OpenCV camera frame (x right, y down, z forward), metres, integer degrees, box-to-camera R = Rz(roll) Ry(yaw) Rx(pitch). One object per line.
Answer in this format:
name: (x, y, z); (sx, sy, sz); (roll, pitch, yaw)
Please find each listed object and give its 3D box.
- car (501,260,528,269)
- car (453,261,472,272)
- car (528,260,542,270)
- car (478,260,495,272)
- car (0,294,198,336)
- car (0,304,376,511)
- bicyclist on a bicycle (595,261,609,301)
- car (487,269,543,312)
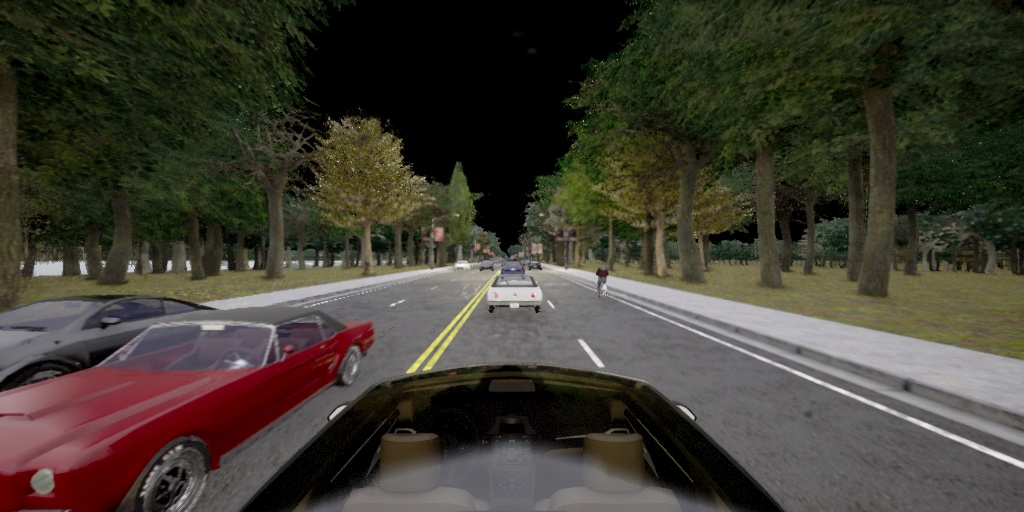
car: (0.083, 1.135, 32.411); (2.097, 1.767, 4.553); (0, 0, 0)
car: (-6.599, 1.350, 48.112); (1.812, 1.442, 4.674); (0, 0, 0)
car: (3.323, 1.368, 53.133); (1.812, 1.442, 4.674); (0, 0, 0)
car: (-3.351, 1.331, 47.986); (1.837, 1.490, 4.892); (0, -1, 0)
car: (-6.600, 1.315, 5.526); (1.994, 1.385, 4.181); (0, 0, 0)
car: (-3.350, 1.351, 4.153); (1.895, 1.301, 4.718); (0, 0, 0)
bicyclist on a bicycle: (4.134, 1.132, 16.598); (0.659, 1.776, 1.843); (0, 0, 0)
car: (0.092, 1.359, 14.161); (1.895, 1.301, 4.718); (0, 0, 0)
